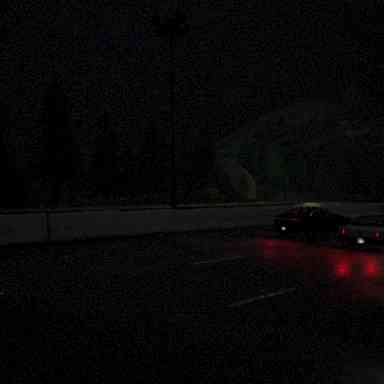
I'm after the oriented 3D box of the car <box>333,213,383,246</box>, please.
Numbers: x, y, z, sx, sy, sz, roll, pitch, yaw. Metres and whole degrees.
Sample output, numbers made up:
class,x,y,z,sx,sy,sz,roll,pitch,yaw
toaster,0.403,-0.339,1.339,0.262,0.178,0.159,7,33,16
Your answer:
class,x,y,z,sx,sy,sz,roll,pitch,yaw
car,8.310,1.608,14.105,4.718,1.301,1.895,0,0,-36

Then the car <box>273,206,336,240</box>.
class,x,y,z,sx,sy,sz,roll,pitch,yaw
car,6.245,1.486,16.931,4.902,1.511,2.128,0,0,-36
